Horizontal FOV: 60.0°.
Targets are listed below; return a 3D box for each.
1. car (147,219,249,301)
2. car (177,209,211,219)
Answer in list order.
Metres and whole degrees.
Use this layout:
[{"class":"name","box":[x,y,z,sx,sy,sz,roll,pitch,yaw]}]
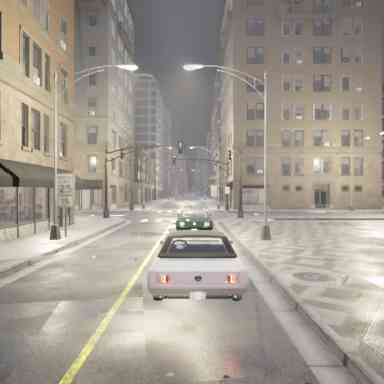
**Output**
[{"class":"car","box":[0.111,1.601,8.280,1.895,1.301,4.718,0,0,0]},{"class":"car","box":[0.125,1.600,18.515,1.895,1.301,4.718,0,0,0]}]
